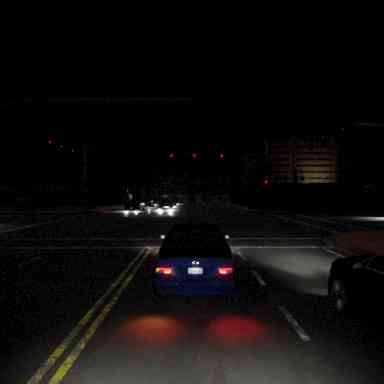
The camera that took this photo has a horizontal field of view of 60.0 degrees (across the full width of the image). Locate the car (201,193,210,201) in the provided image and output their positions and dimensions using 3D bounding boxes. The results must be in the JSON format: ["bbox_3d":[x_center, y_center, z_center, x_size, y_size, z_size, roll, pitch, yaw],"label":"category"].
[{"bbox_3d":[3.439,1.227,84.590,2.097,1.767,4.553,0,0,0],"label":"car"}]

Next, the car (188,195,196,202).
[{"bbox_3d":[-0.053,1.531,74.343,2.033,1.411,5.357,0,0,0],"label":"car"}]

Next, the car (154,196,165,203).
[{"bbox_3d":[-7.051,1.552,71.649,1.994,1.385,4.181,0,0,0],"label":"car"}]

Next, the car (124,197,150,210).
[{"bbox_3d":[-7.171,1.547,42.288,2.033,1.411,5.357,0,0,2],"label":"car"}]

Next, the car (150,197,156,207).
[{"bbox_3d":[-7.130,1.504,51.930,1.837,1.490,4.892,0,0,0],"label":"car"}]

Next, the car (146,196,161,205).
[{"bbox_3d":[-7.107,1.547,61.730,2.033,1.411,5.357,0,0,0],"label":"car"}]

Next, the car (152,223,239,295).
[{"bbox_3d":[0.077,1.547,8.842,2.033,1.411,5.357,0,0,0],"label":"car"}]

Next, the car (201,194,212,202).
[{"bbox_3d":[3.447,1.343,74.634,2.097,1.767,4.553,0,0,0],"label":"car"}]

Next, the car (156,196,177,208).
[{"bbox_3d":[-3.633,1.600,47.537,1.895,1.301,4.718,0,0,0],"label":"car"}]

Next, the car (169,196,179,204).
[{"bbox_3d":[-3.569,1.504,66.900,1.837,1.490,4.892,0,0,0],"label":"car"}]

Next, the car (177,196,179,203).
[{"bbox_3d":[-3.624,1.491,56.854,2.128,1.511,4.902,0,0,0],"label":"car"}]

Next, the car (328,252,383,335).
[{"bbox_3d":[3.559,1.491,4.599,2.128,1.511,4.902,0,0,0],"label":"car"}]

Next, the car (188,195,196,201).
[{"bbox_3d":[-0.061,1.424,84.616,1.994,1.385,4.181,0,0,0],"label":"car"}]
